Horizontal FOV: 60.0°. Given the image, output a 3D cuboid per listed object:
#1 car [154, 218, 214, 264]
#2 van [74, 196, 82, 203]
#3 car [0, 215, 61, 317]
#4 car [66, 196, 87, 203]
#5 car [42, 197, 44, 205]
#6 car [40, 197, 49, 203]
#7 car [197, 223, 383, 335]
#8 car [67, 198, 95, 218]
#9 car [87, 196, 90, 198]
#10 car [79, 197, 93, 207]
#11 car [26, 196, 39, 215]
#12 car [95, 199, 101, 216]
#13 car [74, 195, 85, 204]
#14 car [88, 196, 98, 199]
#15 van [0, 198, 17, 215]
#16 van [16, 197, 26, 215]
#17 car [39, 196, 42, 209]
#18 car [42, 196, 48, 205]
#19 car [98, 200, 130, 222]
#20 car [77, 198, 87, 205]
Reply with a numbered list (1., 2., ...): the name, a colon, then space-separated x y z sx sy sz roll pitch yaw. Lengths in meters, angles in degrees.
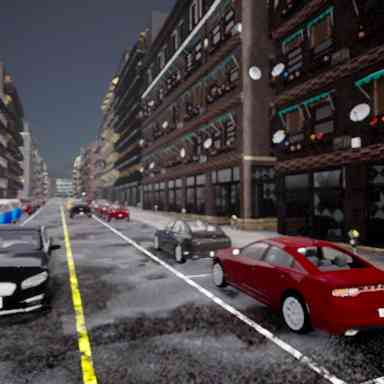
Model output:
1. car: -0.125 1.606 11.945 2.008 1.369 4.403 2 -1 -22
2. van: -28.805 1.833 83.874 1.690 1.788 3.998 1 -1 -22
3. car: -4.108 1.516 7.548 2.128 1.511 4.902 0 0 -21
4. car: -14.747 1.670 41.908 1.882 1.535 5.008 0 0 -22
5. car: -23.840 1.796 50.191 1.947 1.339 4.313 2 -1 -22
6. car: -38.167 2.086 86.156 1.802 1.307 4.206 2 -1 -22
7. car: 1.922 1.582 6.806 1.887 1.381 4.507 2 -1 -22
8. car: -10.596 1.641 31.504 1.837 1.490 4.892 0 0 -22
9. car: -14.476 1.546 47.903 2.192 1.841 5.009 2 -1 -22
10. car: -18.573 1.737 58.179 1.967 1.590 4.097 2 -1 -22
11. car: -17.695 1.456 34.780 2.192 1.841 5.009 2 -1 -22
12. car: -8.310 1.692 32.497 1.887 1.381 4.507 2 -1 -22
13. car: -26.758 1.764 78.736 2.192 1.841 5.009 2 -1 -22
14. car: -10.347 1.614 37.640 1.967 1.590 4.097 2 -1 -22
15. van: -11.555 1.405 19.365 1.690 1.788 3.998 2 -1 -22
16. van: -13.603 1.429 24.504 1.690 1.788 3.998 2 -1 -22
17. car: -19.740 1.484 39.917 2.192 1.841 5.009 2 -1 -22
18. car: -29.973 1.651 65.606 2.192 1.841 5.009 2 -1 -22
19. car: -6.264 1.666 27.360 1.887 1.381 4.507 2 -1 -22
20. car: -22.669 1.950 68.454 1.802 1.307 4.206 2 -1 -22
